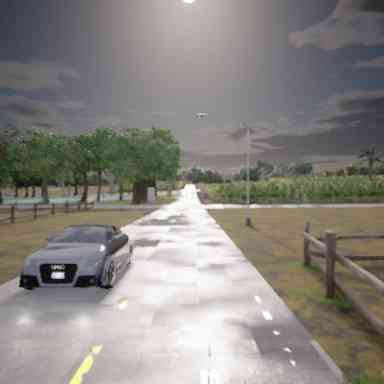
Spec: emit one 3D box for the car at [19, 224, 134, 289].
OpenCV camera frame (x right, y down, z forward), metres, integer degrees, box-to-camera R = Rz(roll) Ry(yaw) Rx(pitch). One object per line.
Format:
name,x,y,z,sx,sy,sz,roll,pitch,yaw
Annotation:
car,-2.849,1.586,9.067,1.994,1.385,4.181,0,0,0
